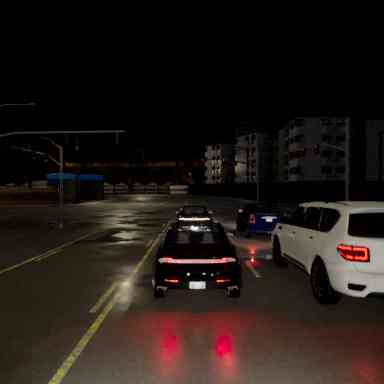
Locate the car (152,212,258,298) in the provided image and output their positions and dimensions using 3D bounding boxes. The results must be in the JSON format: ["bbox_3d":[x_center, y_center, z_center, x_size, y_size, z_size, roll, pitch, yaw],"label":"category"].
[{"bbox_3d":[0.104,1.499,8.541,2.128,1.511,4.902,0,0,0],"label":"car"}]

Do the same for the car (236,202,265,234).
[{"bbox_3d":[3.613,1.328,17.676,2.097,1.767,4.553,0,0,0],"label":"car"}]

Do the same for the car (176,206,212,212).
[{"bbox_3d":[0.115,1.473,17.953,2.128,1.511,4.902,0,0,0],"label":"car"}]

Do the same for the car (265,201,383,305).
[{"bbox_3d":[3.596,1.220,8.252,2.150,2.045,5.566,0,0,0],"label":"car"}]
